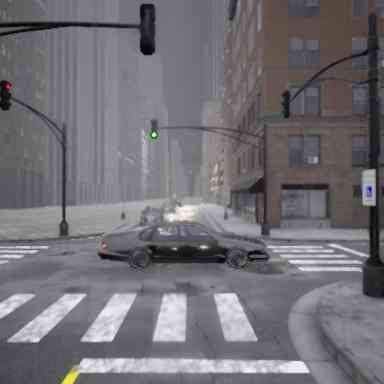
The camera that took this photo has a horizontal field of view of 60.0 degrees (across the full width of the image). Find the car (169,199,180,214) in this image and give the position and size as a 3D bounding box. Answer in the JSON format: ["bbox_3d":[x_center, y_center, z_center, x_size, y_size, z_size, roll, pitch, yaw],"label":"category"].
[{"bbox_3d":[-3.055,2.035,43.786,2.128,1.511,4.902,0,-1,0],"label":"car"}]

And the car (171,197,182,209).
[{"bbox_3d":[-2.958,1.887,60.695,2.150,2.045,5.566,0,-1,0],"label":"car"}]

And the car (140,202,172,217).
[{"bbox_3d":[-3.078,1.829,27.151,2.128,1.511,4.902,0,-1,0],"label":"car"}]

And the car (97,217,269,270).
[{"bbox_3d":[-0.282,1.686,10.976,5.357,1.411,2.033,0,-1,0],"label":"car"}]
